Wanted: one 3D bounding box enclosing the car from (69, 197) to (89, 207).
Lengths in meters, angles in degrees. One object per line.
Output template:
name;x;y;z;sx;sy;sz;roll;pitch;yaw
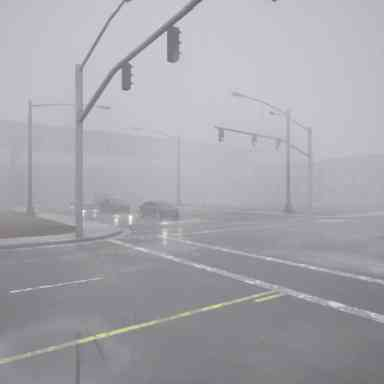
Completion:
car;-18.304;1.547;54.173;2.033;1.411;5.357;0;0;-8

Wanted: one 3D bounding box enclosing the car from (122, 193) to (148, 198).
car;-12.289;1.221;69.192;2.150;2.045;5.566;0;0;30

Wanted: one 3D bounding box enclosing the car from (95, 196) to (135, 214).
car;-8.458;1.477;36.008;1.882;1.535;5.008;0;0;-36

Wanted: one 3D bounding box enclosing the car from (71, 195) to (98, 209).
car;-14.259;1.525;44.295;1.812;1.442;4.674;0;0;-32

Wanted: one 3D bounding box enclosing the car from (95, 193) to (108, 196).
car;-14.966;1.222;55.324;2.150;2.045;5.566;0;0;-8

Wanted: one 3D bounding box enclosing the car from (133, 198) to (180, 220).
car;-2.878;1.504;28.436;1.837;1.490;4.892;0;0;-36
